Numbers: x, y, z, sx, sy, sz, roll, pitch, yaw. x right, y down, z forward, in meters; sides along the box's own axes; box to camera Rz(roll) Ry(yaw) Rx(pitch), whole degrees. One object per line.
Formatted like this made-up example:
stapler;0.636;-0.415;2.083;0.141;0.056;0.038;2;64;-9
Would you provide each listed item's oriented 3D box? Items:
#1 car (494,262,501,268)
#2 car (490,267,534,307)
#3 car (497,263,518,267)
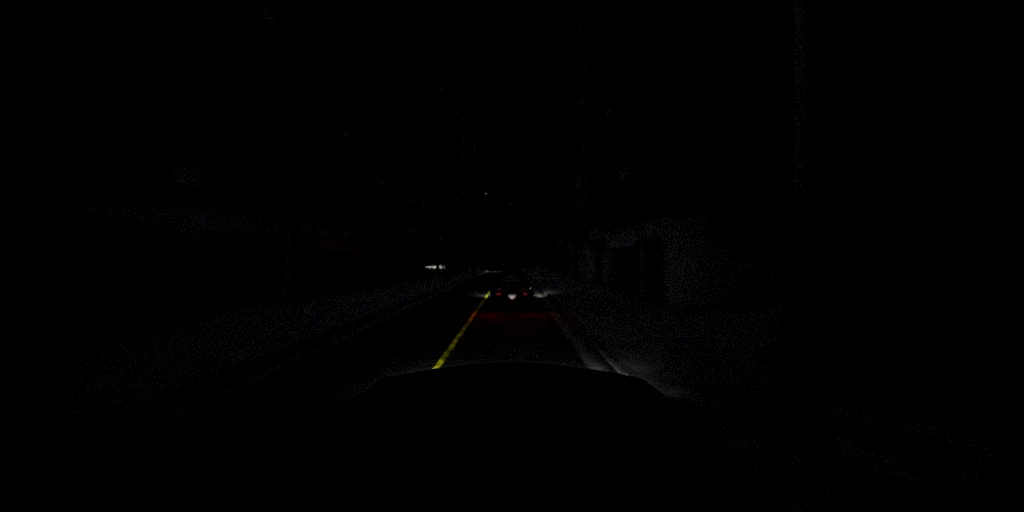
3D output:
car;-2.239;1.900;64.039;1.837;1.490;4.892;0;0;0
car;0.008;1.417;16.249;1.812;1.442;4.674;0;0;0
car;0.055;1.590;30.828;2.033;1.411;5.357;0;-1;1
